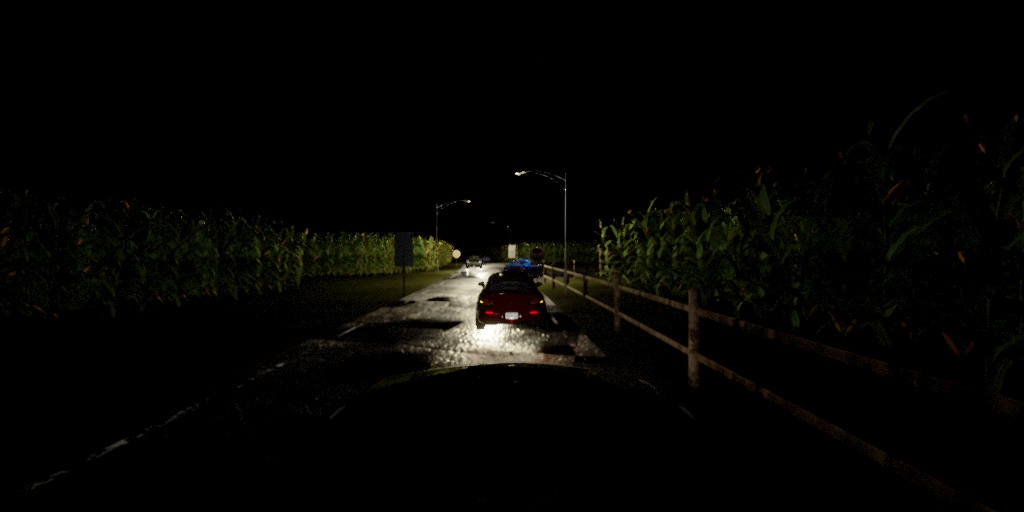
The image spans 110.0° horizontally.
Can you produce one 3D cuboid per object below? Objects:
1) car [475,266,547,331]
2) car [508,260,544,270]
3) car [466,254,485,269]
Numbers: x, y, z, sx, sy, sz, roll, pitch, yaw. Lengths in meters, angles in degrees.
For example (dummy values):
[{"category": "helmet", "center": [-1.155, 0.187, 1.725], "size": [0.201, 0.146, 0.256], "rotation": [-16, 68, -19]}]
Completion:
[{"category": "car", "center": [-0.044, 1.198, 10.604], "size": [1.812, 1.442, 4.674], "rotation": [0, 1, -1]}, {"category": "car", "center": [1.050, 1.009, 26.827], "size": [1.882, 1.535, 5.008], "rotation": [-1, 1, 22]}, {"category": "car", "center": [-5.016, 0.731, 47.507], "size": [2.097, 1.767, 4.553], "rotation": [0, 1, -6]}]
